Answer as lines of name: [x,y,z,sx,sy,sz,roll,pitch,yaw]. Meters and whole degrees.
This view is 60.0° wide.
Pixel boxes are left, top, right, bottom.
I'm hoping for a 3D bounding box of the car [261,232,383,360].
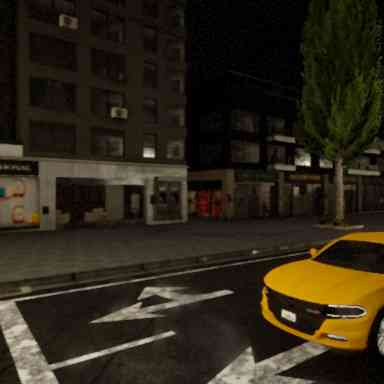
car: [3.484,1.517,6.139,5.008,1.535,1.882,0,0,-33]
